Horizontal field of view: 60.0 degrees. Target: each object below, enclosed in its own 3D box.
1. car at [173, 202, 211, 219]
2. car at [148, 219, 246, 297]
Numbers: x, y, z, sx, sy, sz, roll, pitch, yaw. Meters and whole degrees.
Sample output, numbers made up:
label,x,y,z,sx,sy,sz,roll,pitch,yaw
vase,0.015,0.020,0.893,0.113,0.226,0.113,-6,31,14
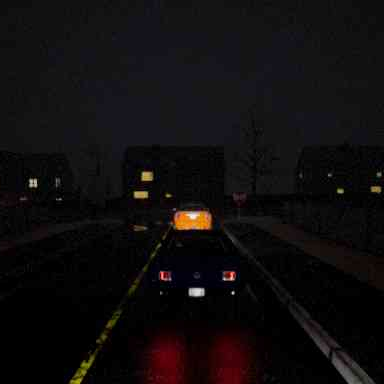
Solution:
label,x,y,z,sx,sy,sz,roll,pitch,yaw
car,-0.052,1.361,19.705,2.097,1.767,4.553,0,0,-3
car,0.094,1.602,8.502,1.895,1.301,4.718,0,0,0
